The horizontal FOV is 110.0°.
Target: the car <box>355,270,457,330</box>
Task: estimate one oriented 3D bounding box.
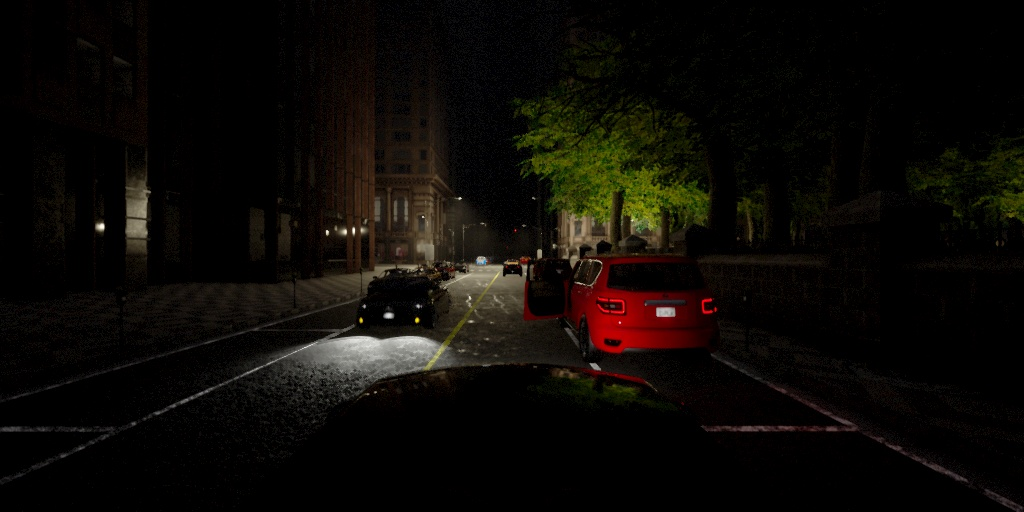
[{"bbox_3d":[-3.102,1.312,11.031,1.994,1.385,4.181,0,0,0],"label":"car"}]

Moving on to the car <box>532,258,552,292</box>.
[{"bbox_3d":[2.762,1.054,23.537,2.192,1.841,5.009,0,0,0],"label":"car"}]

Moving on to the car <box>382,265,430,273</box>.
[{"bbox_3d":[-5.764,1.295,18.001,2.007,1.370,4.403,0,0,0],"label":"car"}]

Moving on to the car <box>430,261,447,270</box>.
[{"bbox_3d":[-5.764,1.265,23.356,1.751,1.417,4.829,0,0,0],"label":"car"}]

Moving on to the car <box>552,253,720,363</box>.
[{"bbox_3d":[2.394,0.970,8.265,2.150,2.045,5.566,0,0,0],"label":"car"}]

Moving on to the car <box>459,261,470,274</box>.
[{"bbox_3d":[-5.765,1.280,40.098,1.948,1.339,4.313,0,0,0],"label":"car"}]

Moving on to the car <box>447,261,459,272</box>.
[{"bbox_3d":[-5.764,1.172,29.051,1.967,1.591,4.097,0,0,0],"label":"car"}]

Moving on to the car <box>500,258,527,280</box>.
[{"bbox_3d":[0.067,1.215,34.945,2.128,1.511,4.902,0,0,0],"label":"car"}]

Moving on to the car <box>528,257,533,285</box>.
[{"bbox_3d":[2.761,1.047,29.062,2.192,1.841,5.009,0,0,0],"label":"car"}]
